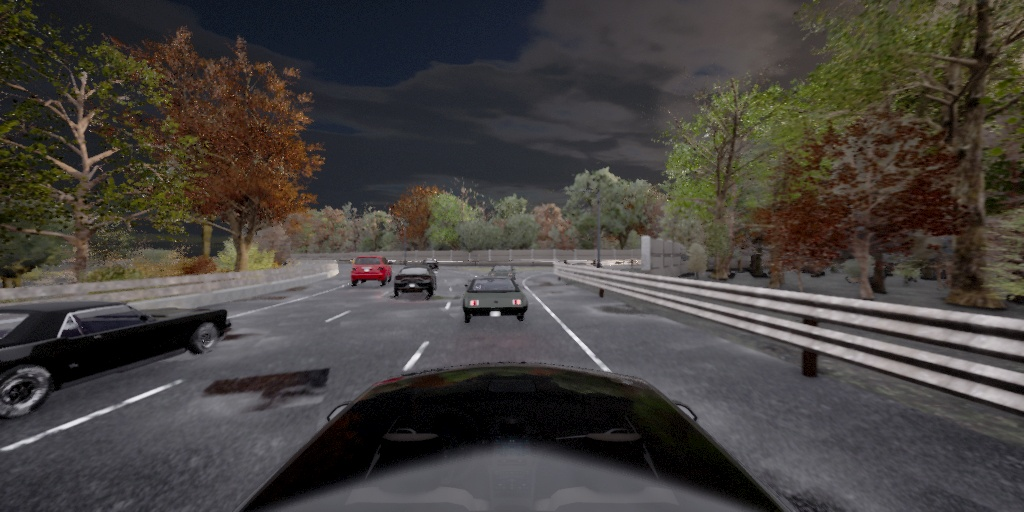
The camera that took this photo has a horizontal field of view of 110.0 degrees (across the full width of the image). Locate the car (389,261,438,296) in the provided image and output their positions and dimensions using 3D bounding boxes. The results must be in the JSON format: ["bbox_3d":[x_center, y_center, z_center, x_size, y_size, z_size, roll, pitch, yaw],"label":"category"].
[{"bbox_3d":[-5.120,1.241,19.430,1.882,1.535,5.008,0,0,-9],"label":"car"}]

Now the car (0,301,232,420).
[{"bbox_3d":[-7.077,1.374,5.792,1.895,1.301,4.718,0,0,-3],"label":"car"}]

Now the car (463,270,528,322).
[{"bbox_3d":[-0.697,1.351,12.369,1.895,1.301,4.718,0,0,-6],"label":"car"}]

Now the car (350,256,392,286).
[{"bbox_3d":[-9.920,1.000,25.589,2.150,2.045,5.566,0,0,-13],"label":"car"}]

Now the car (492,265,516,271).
[{"bbox_3d":[-0.620,1.348,27.365,1.895,1.301,4.718,0,0,2],"label":"car"}]
